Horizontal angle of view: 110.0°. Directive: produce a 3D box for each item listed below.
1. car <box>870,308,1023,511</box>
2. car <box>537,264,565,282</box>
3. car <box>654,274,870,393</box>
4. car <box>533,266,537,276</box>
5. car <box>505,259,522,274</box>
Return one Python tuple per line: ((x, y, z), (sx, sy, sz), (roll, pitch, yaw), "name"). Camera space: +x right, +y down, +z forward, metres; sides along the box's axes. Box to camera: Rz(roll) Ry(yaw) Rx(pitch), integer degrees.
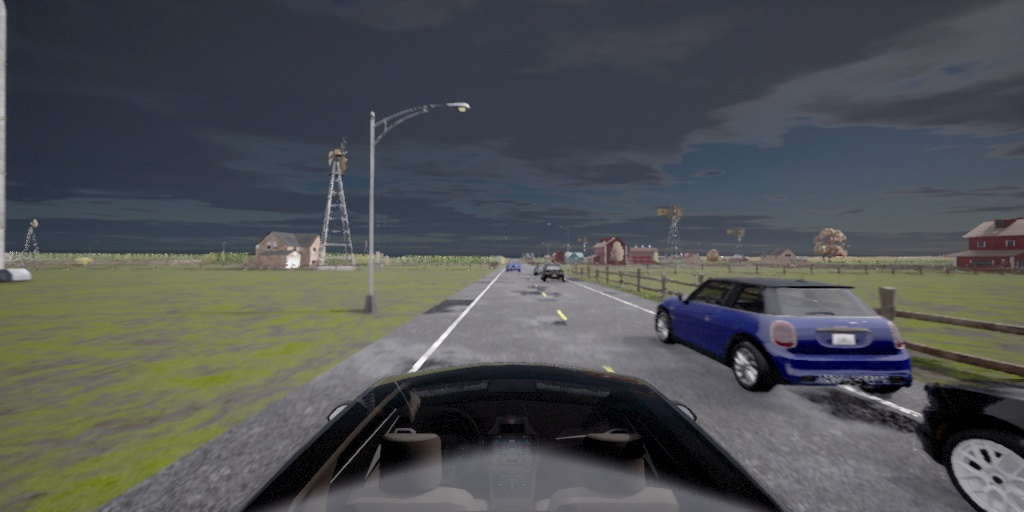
((4.535, 1.253, 1.073), (1.882, 1.535, 5.008), (0, 0, 0), "car")
((3.684, 1.531, 33.211), (1.882, 1.535, 5.008), (0, 0, 1), "car")
((4.559, 1.176, 7.044), (2.097, 1.767, 4.553), (0, 0, 0), "car")
((3.674, 1.729, 44.531), (1.994, 1.385, 4.181), (0, -1, 1), "car")
((0.195, 1.438, 51.782), (2.150, 2.045, 5.566), (0, -1, 0), "car")
